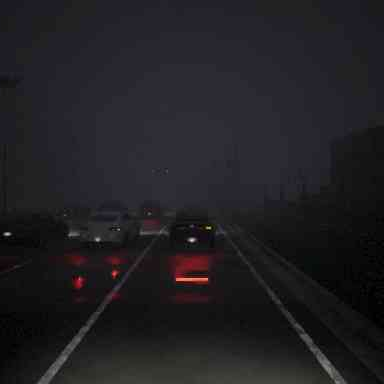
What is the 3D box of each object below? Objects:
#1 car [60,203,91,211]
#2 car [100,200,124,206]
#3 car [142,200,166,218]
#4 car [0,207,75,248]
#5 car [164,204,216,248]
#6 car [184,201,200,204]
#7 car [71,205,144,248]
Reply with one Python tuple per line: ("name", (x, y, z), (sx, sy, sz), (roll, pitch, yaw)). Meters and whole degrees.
("car", (-10.500, 1.614, 29.680), (1.895, 1.301, 4.718), (0, 0, 0))
("car", (-7.000, 1.515, 29.650), (1.837, 1.490, 4.892), (0, 0, 0))
("car", (-3.500, 1.515, 29.650), (1.837, 1.490, 4.892), (0, 0, 0))
("car", (-7.000, 1.570, 14.650), (1.994, 1.385, 4.181), (0, 0, 0))
("car", (0.000, 1.514, 14.650), (1.837, 1.490, 4.892), (0, 0, 0))
("car", (0.000, 1.531, 29.650), (1.812, 1.442, 4.674), (0, 0, 0))
("car", (-3.500, 1.531, 14.650), (1.812, 1.442, 4.674), (0, 0, 0))
